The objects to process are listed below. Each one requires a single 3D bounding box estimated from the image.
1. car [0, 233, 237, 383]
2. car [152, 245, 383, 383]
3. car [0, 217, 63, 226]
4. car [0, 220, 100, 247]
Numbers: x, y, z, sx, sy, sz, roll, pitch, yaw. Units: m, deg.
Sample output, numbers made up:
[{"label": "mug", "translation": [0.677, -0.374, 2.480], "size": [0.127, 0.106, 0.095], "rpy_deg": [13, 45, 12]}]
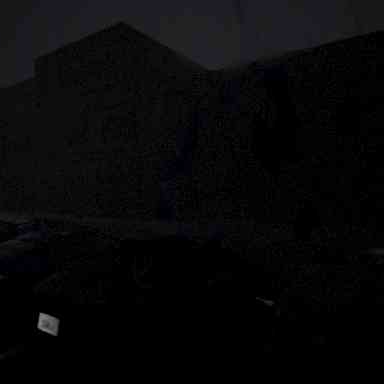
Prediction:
[{"label": "car", "translation": [-0.214, 1.491, 5.545], "size": [2.163, 1.488, 4.792], "rpy_deg": [0, 0, 36]}, {"label": "car", "translation": [2.036, 1.478, 3.912], "size": [2.231, 1.521, 4.892], "rpy_deg": [0, 0, 35]}, {"label": "car", "translation": [-4.649, 1.434, 8.682], "size": [2.231, 1.521, 4.892], "rpy_deg": [0, 0, 36]}, {"label": "car", "translation": [-2.494, 1.486, 7.134], "size": [2.002, 1.452, 4.674], "rpy_deg": [0, 0, 36]}]
